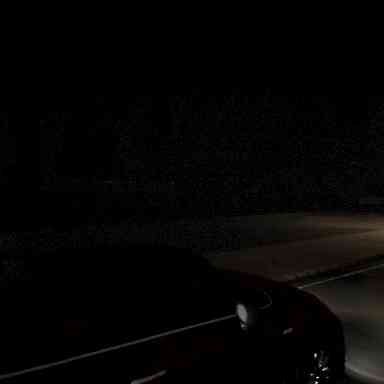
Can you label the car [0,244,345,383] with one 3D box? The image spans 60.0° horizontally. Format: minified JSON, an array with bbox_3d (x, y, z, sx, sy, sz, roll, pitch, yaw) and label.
[{"bbox_3d":[-0.433,1.353,3.436,4.553,1.767,2.097,0,0,-35],"label":"car"}]
